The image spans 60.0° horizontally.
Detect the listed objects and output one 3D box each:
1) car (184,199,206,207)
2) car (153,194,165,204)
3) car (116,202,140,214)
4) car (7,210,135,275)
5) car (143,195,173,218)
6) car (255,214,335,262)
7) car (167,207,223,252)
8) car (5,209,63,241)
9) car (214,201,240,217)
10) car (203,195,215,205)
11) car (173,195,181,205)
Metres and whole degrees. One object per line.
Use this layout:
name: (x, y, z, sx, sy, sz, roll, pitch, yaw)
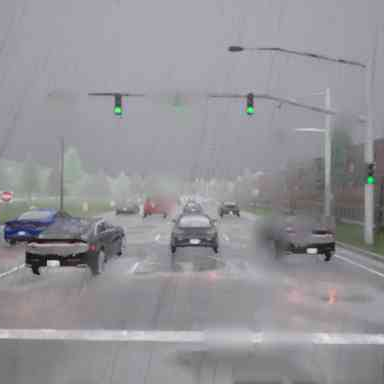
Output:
car: (0.090, 1.726, 33.778, 1.994, 1.385, 4.181, 0, 0, 0)
car: (-7.022, 1.565, 71.304, 2.150, 2.045, 5.566, 0, 0, 0)
car: (-6.912, 1.738, 36.235, 1.994, 1.385, 4.181, 0, 0, 0)
car: (-3.403, 1.543, 10.581, 2.128, 1.511, 4.902, 0, 0, 0)
car: (-3.409, 1.378, 32.672, 2.150, 2.045, 5.566, 0, 0, 0)
car: (3.597, 1.552, 12.381, 2.128, 1.511, 4.902, 0, 0, 0)
car: (0.096, 1.594, 14.103, 1.812, 1.442, 4.674, 0, 0, 0)
car: (-6.905, 1.555, 16.000, 1.882, 1.535, 5.008, 0, 0, 0)
car: (3.590, 1.664, 33.147, 1.837, 1.490, 4.892, 0, 0, 0)
car: (3.479, 1.546, 67.557, 2.150, 2.045, 5.566, 0, 0, 0)
car: (-3.521, 1.546, 67.555, 2.150, 2.045, 5.566, 0, 0, 0)
